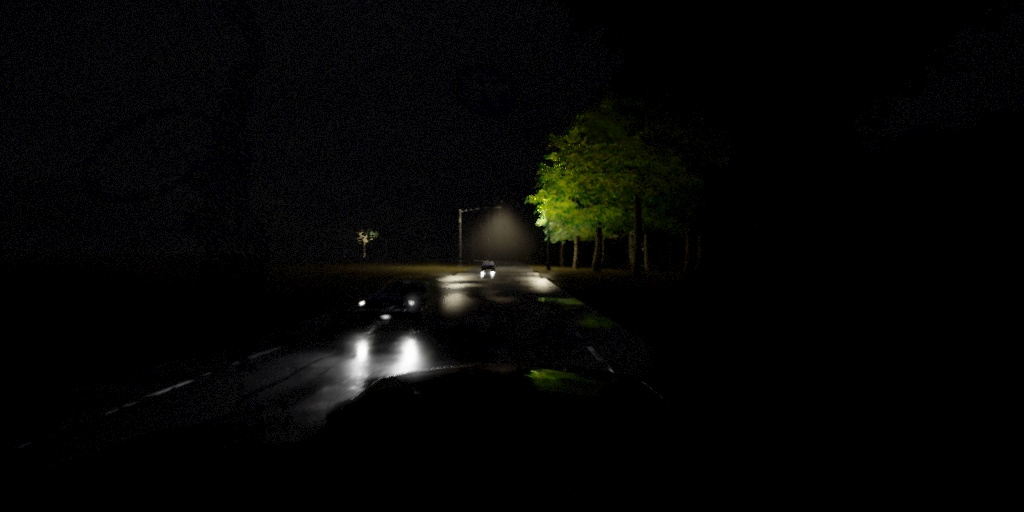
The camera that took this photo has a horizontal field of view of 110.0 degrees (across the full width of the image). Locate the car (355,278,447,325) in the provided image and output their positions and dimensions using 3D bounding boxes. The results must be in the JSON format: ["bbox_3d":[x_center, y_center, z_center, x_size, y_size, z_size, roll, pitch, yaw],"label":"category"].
[{"bbox_3d":[-3.600,1.460,12.470,1.895,1.301,4.718,0,-1,0],"label":"car"}]

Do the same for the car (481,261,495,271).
[{"bbox_3d":[-3.560,1.476,53.499,1.895,1.301,4.718,0,0,0],"label":"car"}]
